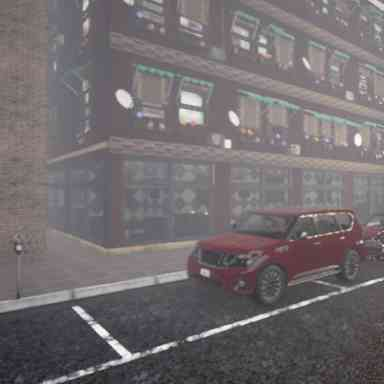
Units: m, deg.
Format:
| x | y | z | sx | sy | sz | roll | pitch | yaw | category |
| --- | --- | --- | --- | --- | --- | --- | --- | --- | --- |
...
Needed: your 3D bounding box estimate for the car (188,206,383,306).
| x | y | z | sx | sy | sz | roll | pitch | yaw | category |
| --- | --- | --- | --- | --- | --- | --- | --- | --- | --- |
| 2.316 | 1.317 | 8.211 | 5.009 | 1.841 | 2.192 | 0 | 0 | -36 | car |
